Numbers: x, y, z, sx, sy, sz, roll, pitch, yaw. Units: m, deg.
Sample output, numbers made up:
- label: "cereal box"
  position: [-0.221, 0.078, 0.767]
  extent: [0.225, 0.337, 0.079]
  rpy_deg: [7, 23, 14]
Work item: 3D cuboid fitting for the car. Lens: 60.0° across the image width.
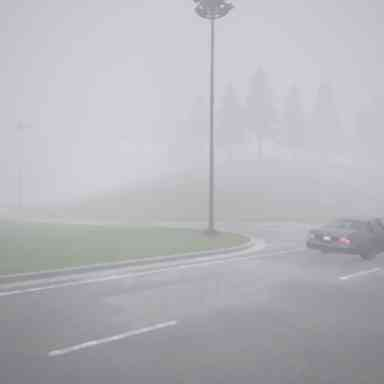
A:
- label: "car"
  position: [6.636, 1.645, 12.782]
  extent: [5.357, 1.411, 2.033]
  rpy_deg: [0, 0, -36]
